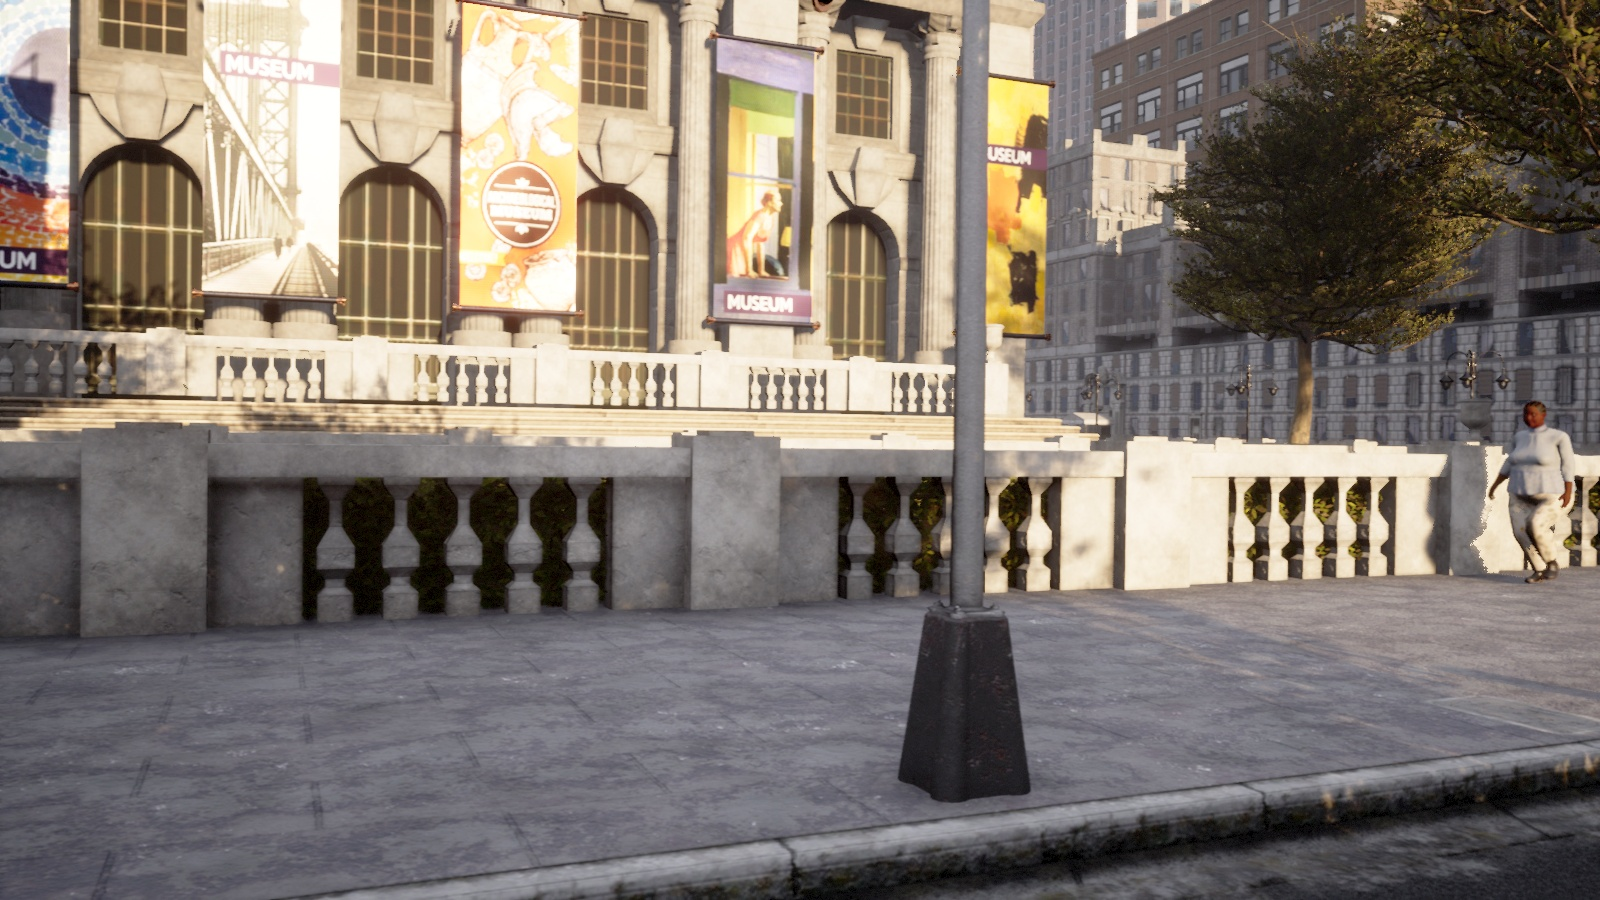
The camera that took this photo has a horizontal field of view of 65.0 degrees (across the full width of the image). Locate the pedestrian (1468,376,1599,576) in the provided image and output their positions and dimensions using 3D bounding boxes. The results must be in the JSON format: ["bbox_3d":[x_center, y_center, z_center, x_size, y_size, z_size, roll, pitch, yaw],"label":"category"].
[{"bbox_3d":[7.201,0.232,12.230,0.900,1.855,0.874,-1,1,-28],"label":"pedestrian"}]
